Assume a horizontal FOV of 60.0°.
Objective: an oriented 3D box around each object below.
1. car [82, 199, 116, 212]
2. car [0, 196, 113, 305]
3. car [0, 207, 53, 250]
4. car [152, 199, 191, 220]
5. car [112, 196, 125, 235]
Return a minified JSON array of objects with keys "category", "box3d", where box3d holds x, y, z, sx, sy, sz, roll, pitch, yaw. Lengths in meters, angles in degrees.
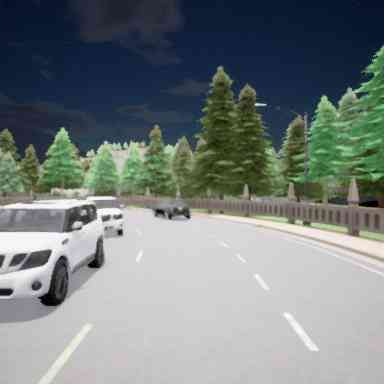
[{"category":"car","box3d":[-11.801,1.611,42.156,4.892,1.490,1.837,0,0,42]},{"category":"car","box3d":[-3.762,1.244,8.460,2.150,2.045,5.566,0,0,-2]},{"category":"car","box3d":[-7.976,1.545,15.552,1.837,1.490,4.892,0,0,-12]},{"category":"car","box3d":[-1.934,1.425,29.669,2.097,1.767,4.553,0,0,-27]},{"category":"car","box3d":[-5.186,1.270,19.136,2.150,2.045,5.566,0,0,-16]}]
